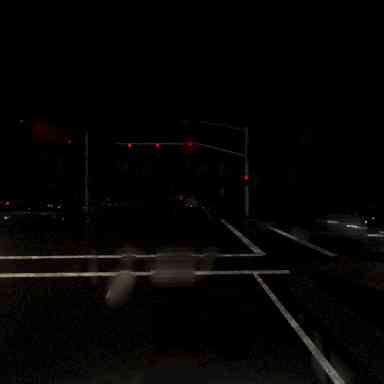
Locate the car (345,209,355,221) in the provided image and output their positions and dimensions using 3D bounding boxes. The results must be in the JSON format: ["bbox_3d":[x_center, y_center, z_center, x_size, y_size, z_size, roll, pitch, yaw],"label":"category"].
[{"bbox_3d":[13.982,1.526,24.967,4.674,1.442,1.812,0,0,1],"label":"car"}]

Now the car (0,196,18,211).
[{"bbox_3d":[-22.203,1.352,40.448,2.097,1.767,4.553,0,0,0],"label":"car"}]

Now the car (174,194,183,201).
[{"bbox_3d":[-3.460,1.296,84.504,2.097,1.767,4.553,0,0,1],"label":"car"}]

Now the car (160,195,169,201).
[{"bbox_3d":[-6.959,1.465,84.616,1.812,1.442,4.674,0,0,1],"label":"car"}]

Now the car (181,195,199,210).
[{"bbox_3d":[-0.112,1.525,43.252,1.812,1.442,4.674,0,0,0],"label":"car"}]

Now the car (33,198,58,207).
[{"bbox_3d":[-22.220,1.564,50.597,1.994,1.385,4.181,0,0,0],"label":"car"}]

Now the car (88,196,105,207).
[{"bbox_3d":[-15.226,1.562,50.645,1.994,1.385,4.181,0,0,0],"label":"car"}]

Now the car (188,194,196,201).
[{"bbox_3d":[0.039,1.419,84.450,1.882,1.535,5.008,0,0,1],"label":"car"}]

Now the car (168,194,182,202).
[{"bbox_3d":[-3.648,1.551,74.675,1.994,1.385,4.181,0,0,1],"label":"car"}]

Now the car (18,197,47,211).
[{"bbox_3d":[-18.741,1.547,40.940,2.033,1.411,5.357,0,0,0],"label":"car"}]

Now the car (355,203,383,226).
[{"bbox_3d":[13.892,1.547,21.468,5.357,1.411,2.033,0,0,1],"label":"car"}]

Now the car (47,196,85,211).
[{"bbox_3d":[-15.203,1.491,40.390,2.128,1.511,4.902,0,0,0],"label":"car"}]

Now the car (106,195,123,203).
[{"bbox_3d":[-15.184,1.563,66.331,1.994,1.385,4.181,0,0,0],"label":"car"}]

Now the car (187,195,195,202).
[{"bbox_3d":[-0.151,1.521,74.270,1.812,1.442,4.674,0,0,1],"label":"car"}]

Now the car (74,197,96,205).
[{"bbox_3d":[-18.724,1.547,58.406,2.033,1.411,5.357,0,0,0],"label":"car"}]

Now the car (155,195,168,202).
[{"bbox_3d":[-7.151,1.536,74.255,2.033,1.411,5.357,0,0,1],"label":"car"}]

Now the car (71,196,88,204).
[{"bbox_3d":[-22.169,1.525,65.714,1.812,1.442,4.674,0,0,0],"label":"car"}]
